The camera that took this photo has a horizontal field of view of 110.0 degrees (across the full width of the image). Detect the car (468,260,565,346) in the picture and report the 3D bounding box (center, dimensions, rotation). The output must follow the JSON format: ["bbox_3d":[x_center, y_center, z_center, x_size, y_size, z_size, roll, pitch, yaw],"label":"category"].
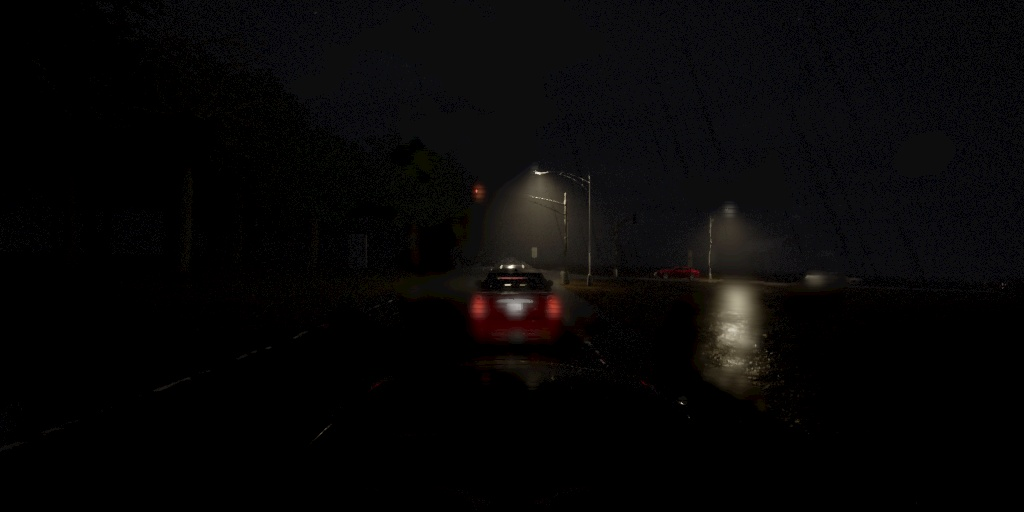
[{"bbox_3d":[0.089,1.089,9.558,2.097,1.767,4.553,0,0,0],"label":"car"}]

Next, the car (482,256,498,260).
[{"bbox_3d":[-3.659,0.953,55.872,1.994,1.385,4.181,0,0,0],"label":"car"}]

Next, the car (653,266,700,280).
[{"bbox_3d":[17.580,1.800,38.344,4.674,1.442,1.812,2,0,-1],"label":"car"}]

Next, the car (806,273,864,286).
[{"bbox_3d":[34.473,2.490,38.396,4.718,1.301,1.895,2,0,0],"label":"car"}]
